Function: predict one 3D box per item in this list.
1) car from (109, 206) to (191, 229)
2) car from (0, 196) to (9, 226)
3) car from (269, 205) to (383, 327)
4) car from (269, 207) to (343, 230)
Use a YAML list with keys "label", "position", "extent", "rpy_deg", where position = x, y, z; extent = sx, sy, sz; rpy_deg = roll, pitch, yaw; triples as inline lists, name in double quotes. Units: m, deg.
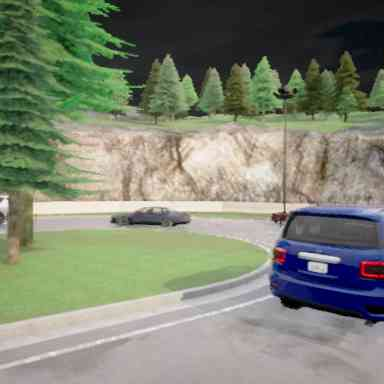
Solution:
- label: "car"
  position: [-2.763, 1.673, 22.531]
  extent: [5.357, 1.411, 2.033]
  rpy_deg: [1, -1, 8]
- label: "car"
  position: [-14.460, 1.224, 21.192]
  extent: [2.150, 2.045, 5.566]
  rpy_deg: [-1, -1, 42]
- label: "car"
  position: [3.776, 1.307, 7.210]
  extent: [2.150, 2.045, 5.566]
  rpy_deg: [1, 0, 42]
- label: "car"
  position: [8.146, 1.844, 24.107]
  extent: [1.895, 1.301, 4.718]
  rpy_deg: [1, -1, -42]
